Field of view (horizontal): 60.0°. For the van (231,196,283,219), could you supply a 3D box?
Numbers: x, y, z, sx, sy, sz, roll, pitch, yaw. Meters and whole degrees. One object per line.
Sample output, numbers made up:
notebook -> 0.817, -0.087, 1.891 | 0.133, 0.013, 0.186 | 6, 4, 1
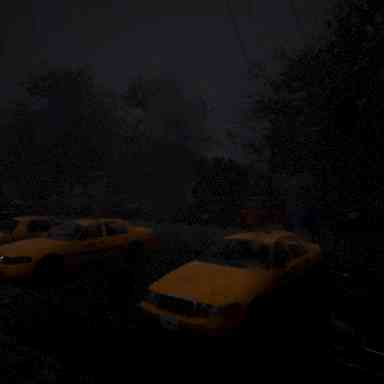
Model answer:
van -> 4.526, 1.282, 21.071 | 1.878, 1.987, 4.442 | 0, 0, 36

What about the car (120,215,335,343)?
car -> 1.246, 1.527, 6.928 | 1.946, 1.575, 5.366 | 0, 0, 36

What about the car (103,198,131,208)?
car -> -4.411, 1.527, 27.398 | 2.097, 1.535, 5.008 | 0, 0, 36

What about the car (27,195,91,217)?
car -> -13.409, 1.334, 33.865 | 2.435, 2.045, 5.566 | 0, 0, 36

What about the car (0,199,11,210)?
car -> -26.862, 1.673, 43.625 | 2.097, 1.535, 5.008 | 0, 0, 36

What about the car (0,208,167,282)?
car -> -3.351, 1.510, 10.253 | 1.946, 1.575, 5.366 | 0, 0, 36

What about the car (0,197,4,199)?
car -> -20.225, 1.670, 38.834 | 2.002, 1.452, 4.674 | 0, 0, 36

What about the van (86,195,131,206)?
van -> -6.591, 1.316, 29.112 | 1.878, 1.987, 4.442 | 0, 0, 36

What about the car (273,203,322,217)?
car -> 6.785, 1.545, 19.258 | 2.163, 1.488, 4.792 | 0, 0, 36

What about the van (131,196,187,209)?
van -> -2.221, 1.289, 25.673 | 1.878, 1.987, 4.442 | 0, 0, 36

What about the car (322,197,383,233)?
car -> 9.063, 1.274, 17.680 | 2.435, 2.045, 5.566 | 0, 0, 36

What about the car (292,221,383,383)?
car -> 3.607, 1.541, 5.456 | 2.231, 1.521, 4.892 | 0, 0, 36

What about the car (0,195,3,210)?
car -> -29.222, 1.437, 45.304 | 2.435, 2.045, 5.566 | 0, 0, 36

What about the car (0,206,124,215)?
car -> -5.283, 1.507, 12.108 | 1.946, 1.575, 5.366 | 0, 0, 36

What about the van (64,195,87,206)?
van -> -8.972, 1.330, 30.546 | 1.878, 1.987, 4.442 | 0, 0, 36

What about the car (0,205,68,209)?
car -> -7.638, 1.513, 13.575 | 2.231, 1.521, 4.892 | 0, 0, 36

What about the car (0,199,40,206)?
car -> -9.868, 1.395, 15.234 | 2.185, 1.767, 4.553 | 0, 0, 36

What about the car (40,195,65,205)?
car -> -11.164, 1.319, 32.241 | 2.435, 2.045, 5.566 | 0, 0, 36

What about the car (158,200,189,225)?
car -> 0.090, 1.536, 24.171 | 2.163, 1.488, 4.792 | 0, 0, 36

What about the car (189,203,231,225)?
car -> 2.229, 1.534, 22.624 | 2.163, 1.488, 4.792 | 0, 0, 36

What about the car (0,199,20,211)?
car -> -24.615, 1.698, 42.003 | 2.002, 1.452, 4.674 | 0, 0, 36

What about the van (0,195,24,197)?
van -> -22.404, 1.418, 40.551 | 1.878, 1.987, 4.442 | 0, 0, 36

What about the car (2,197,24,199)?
car -> -17.884, 1.614, 37.130 | 2.097, 1.535, 5.008 | 0, 0, 36
